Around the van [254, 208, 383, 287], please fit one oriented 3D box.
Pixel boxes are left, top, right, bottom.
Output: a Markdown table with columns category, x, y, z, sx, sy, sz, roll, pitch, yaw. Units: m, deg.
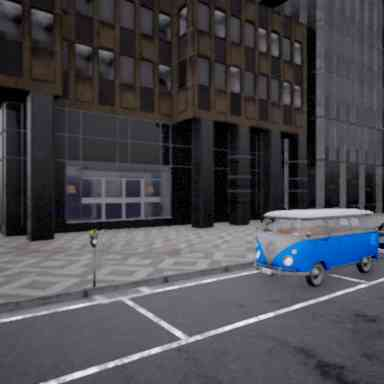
| category | x | y | z | sx | sy | sz | roll | pitch | yaw |
| --- | --- | --- | --- | --- | --- | --- | --- | --- | --- |
| van | 3.489 | 1.365 | 9.138 | 3.998 | 1.788 | 1.690 | 0 | 0 | -35 |
